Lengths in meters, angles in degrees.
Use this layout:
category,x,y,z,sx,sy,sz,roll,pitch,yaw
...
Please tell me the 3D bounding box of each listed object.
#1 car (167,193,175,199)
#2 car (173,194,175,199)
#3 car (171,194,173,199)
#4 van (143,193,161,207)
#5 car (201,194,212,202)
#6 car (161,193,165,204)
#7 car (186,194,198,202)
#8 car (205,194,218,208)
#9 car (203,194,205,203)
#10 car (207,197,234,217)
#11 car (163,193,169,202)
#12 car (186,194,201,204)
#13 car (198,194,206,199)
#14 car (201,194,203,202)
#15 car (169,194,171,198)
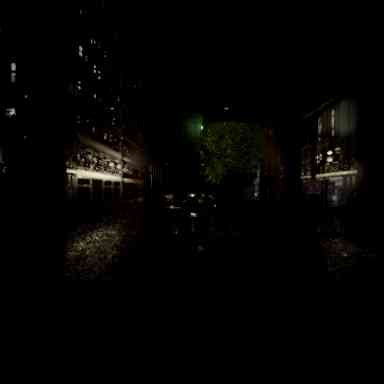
category,x,y,z,sx,sy,sz,roll,pitch,yaw
car,-5.700,1.116,91.764,1.887,1.381,4.507,0,0,0
car,-5.700,1.118,85.897,1.752,1.417,4.829,0,0,0
car,-5.698,1.206,68.976,2.008,1.369,4.403,0,0,0
van,-5.696,1.093,46.188,1.690,1.788,3.998,0,0,0
car,2.683,1.117,63.278,1.967,1.590,4.097,0,0,0
car,-5.696,1.307,51.886,1.802,1.307,4.206,0,0,0
car,-0.006,1.153,66.287,2.128,1.511,4.902,0,0,0
car,2.686,1.247,34.794,1.967,1.590,4.097,0,0,0
car,2.685,1.219,40.490,1.967,1.590,4.097,0,0,0
car,2.687,1.387,29.098,2.008,1.369,4.403,0,0,0
car,-5.697,1.016,57.581,2.192,1.841,5.009,0,0,0
car,-0.004,1.270,56.280,1.994,1.385,4.181,0,0,0
car,2.680,1.122,91.762,2.008,1.369,4.403,0,0,0
car,2.684,1.251,57.582,2.008,1.369,4.403,0,0,0
car,-5.697,1.243,63.280,1.947,1.339,4.313,0,0,0
